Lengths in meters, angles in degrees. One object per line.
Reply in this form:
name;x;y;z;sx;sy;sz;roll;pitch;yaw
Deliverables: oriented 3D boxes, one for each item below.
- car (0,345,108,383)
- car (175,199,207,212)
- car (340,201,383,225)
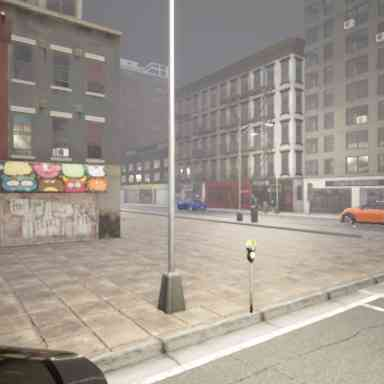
car;-2.361;1.564;1.129;4.313;1.339;1.947;0;0;-36
car;-0.247;1.593;40.277;1.882;1.535;5.008;0;0;-36
car;12.471;1.407;22.445;2.097;1.767;4.553;0;0;-36
